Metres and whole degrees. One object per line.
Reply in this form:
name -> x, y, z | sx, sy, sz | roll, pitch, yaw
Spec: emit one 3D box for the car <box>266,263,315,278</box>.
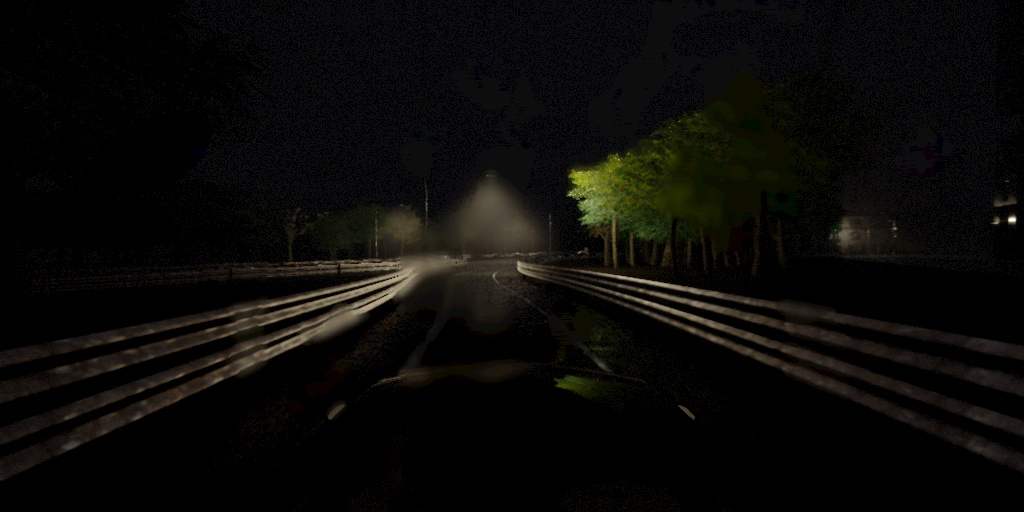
car -> -25.410, 1.571, 41.354 | 1.882, 1.535, 5.008 | 0, 1, 32
